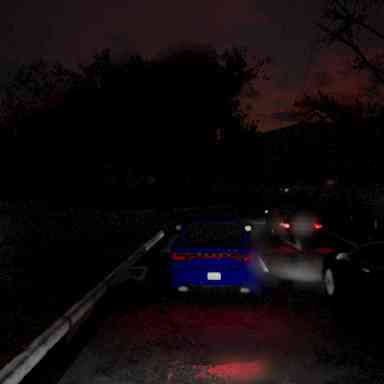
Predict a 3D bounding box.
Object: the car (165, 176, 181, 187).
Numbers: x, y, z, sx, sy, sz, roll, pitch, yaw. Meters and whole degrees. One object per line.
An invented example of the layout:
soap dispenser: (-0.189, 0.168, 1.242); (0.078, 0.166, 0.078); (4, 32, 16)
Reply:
car: (-3.300, -2.169, 66.427); (2.150, 2.045, 5.566); (-1, 3, -14)

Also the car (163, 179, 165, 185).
car: (-6.308, -2.577, 83.845); (2.128, 1.511, 4.902); (0, 2, -4)

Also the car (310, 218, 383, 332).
car: (3.603, 1.445, 5.155); (1.837, 1.490, 4.892); (0, 1, 2)

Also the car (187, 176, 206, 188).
car: (0.985, -1.944, 62.460); (2.150, 2.045, 5.566); (-2, 4, -24)

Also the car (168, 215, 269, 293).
car: (0.554, 1.339, 8.592); (1.882, 1.535, 5.008); (0, 1, 3)

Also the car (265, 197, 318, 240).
car: (4.396, 1.215, 14.846); (2.033, 1.411, 5.357); (0, 2, 7)

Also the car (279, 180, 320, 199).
car: (11.218, -0.225, 34.576); (5.566, 2.045, 2.150); (-4, 4, -45)

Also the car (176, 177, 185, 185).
car: (-3.037, -2.754, 83.767); (2.097, 1.767, 4.553); (0, 2, -4)
